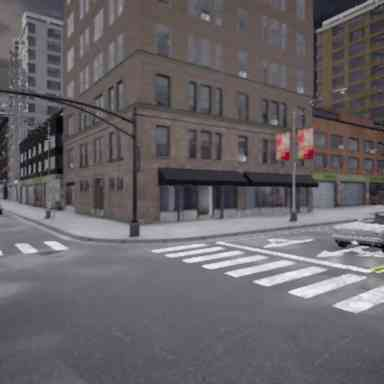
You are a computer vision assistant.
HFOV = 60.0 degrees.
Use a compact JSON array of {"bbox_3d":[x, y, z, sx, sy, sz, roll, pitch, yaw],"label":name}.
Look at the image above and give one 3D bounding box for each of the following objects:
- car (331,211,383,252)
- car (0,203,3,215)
[{"bbox_3d":[7.512,1.446,12.938,4.718,1.301,1.895,-1,0,-35],"label":"car"},{"bbox_3d":[-19.758,1.470,32.616,2.033,1.411,5.357,0,0,-35],"label":"car"}]
